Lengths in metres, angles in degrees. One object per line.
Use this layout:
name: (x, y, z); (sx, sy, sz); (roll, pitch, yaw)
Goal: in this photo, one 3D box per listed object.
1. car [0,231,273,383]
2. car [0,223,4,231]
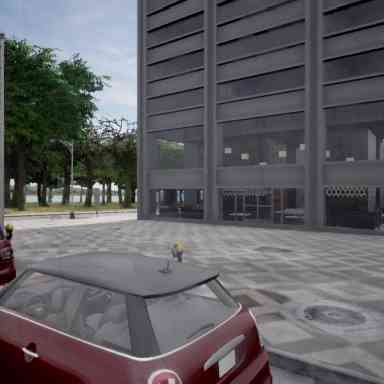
car: (-1.287, 1.440, 3.879); (4.097, 1.590, 1.967); (0, 0, 35)
car: (-5.715, 1.315, 7.036); (5.009, 1.841, 2.192); (0, 0, 35)
